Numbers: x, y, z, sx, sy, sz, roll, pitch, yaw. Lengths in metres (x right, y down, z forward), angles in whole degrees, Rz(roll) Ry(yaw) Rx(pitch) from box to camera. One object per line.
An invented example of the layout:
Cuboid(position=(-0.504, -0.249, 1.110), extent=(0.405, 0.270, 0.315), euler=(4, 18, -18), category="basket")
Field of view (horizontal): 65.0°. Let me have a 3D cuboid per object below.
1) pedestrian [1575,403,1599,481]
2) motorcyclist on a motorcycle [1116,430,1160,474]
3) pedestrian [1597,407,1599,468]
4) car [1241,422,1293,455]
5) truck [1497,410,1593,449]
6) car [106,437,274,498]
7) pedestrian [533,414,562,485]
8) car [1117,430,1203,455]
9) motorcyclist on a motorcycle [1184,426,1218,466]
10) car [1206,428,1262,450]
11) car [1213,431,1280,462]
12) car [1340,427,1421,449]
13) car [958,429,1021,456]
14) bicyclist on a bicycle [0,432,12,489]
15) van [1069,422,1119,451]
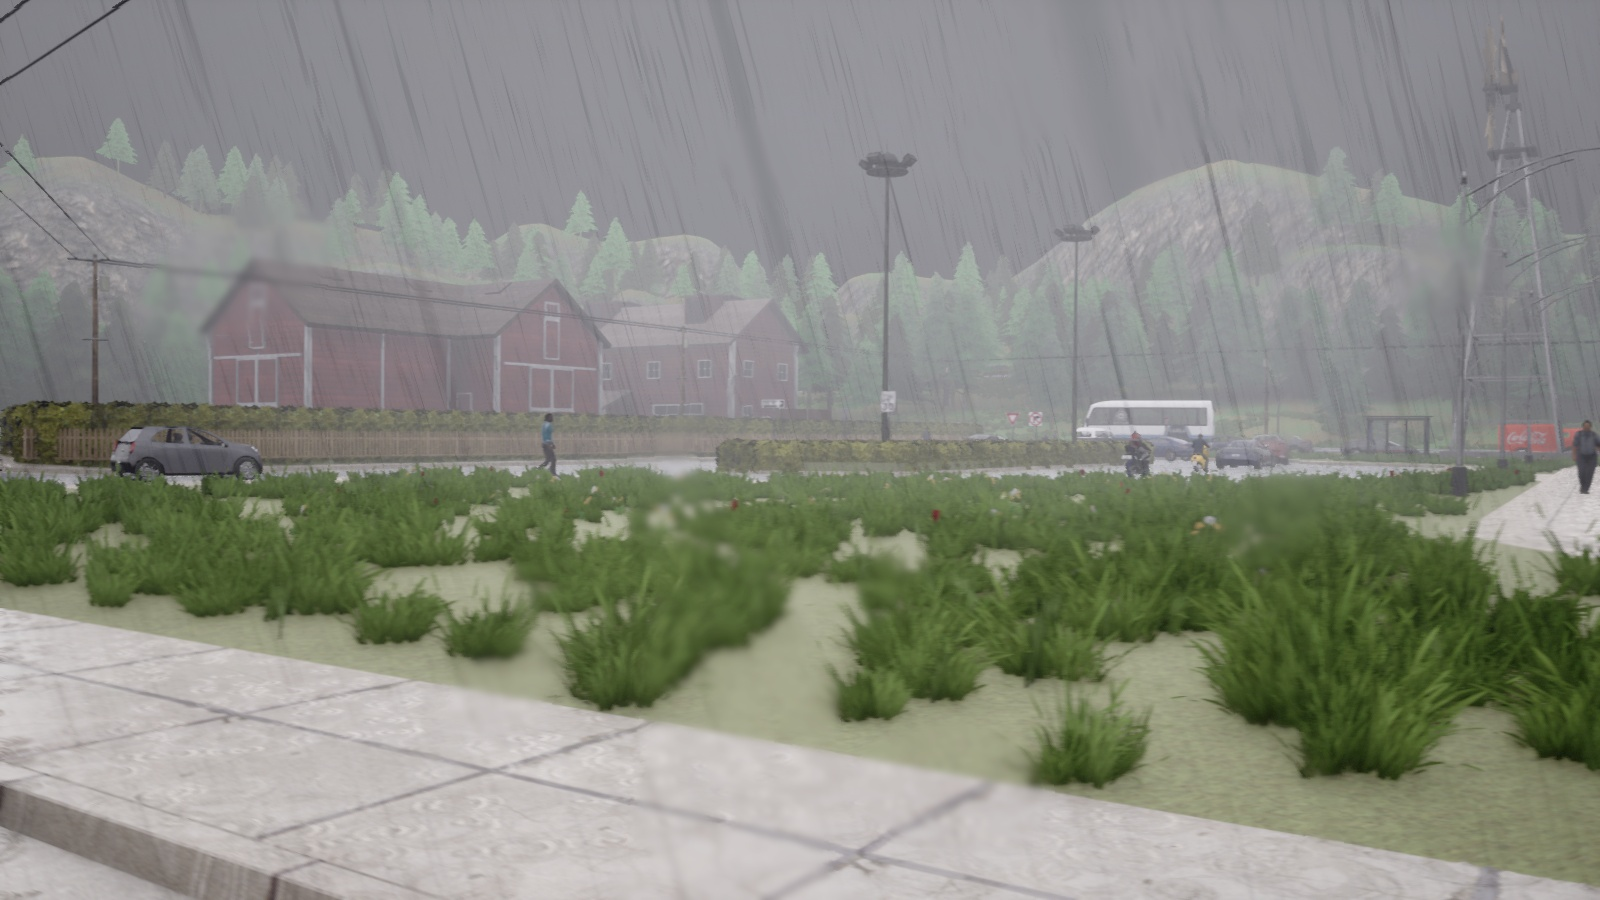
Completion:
Cuboid(position=(18.907, -0.196, 30.117), extent=(0.540, 1.848, 0.694), euler=(0, 1, 31), category="pedestrian")
Cuboid(position=(12.046, 0.047, 44.698), extent=(0.866, 1.530, 2.191), euler=(0, 1, 34), category="motorcyclist on a motorcycle")
Cuboid(position=(26.467, -0.414, 41.069), extent=(0.659, 1.952, 0.873), euler=(0, 1, 30), category="pedestrian")
Cuboid(position=(24.507, -0.613, 66.014), extent=(2.152, 1.651, 5.027), euler=(0, 1, 16), category="car")
Cuboid(position=(47.771, -1.287, 80.544), extent=(5.204, 2.467, 2.627), euler=(0, 1, 34), category="truck")
Cuboid(position=(-16.354, 0.433, 33.744), extent=(1.845, 1.501, 3.633), euler=(0, 1, 44), category="car")
Cuboid(position=(-6.963, -0.023, 34.642), extent=(0.692, 1.930, 0.396), euler=(-1, 1, 0), category="pedestrian")
Cuboid(position=(21.437, -0.459, 74.855), extent=(1.812, 1.442, 4.674), euler=(-1, 1, -41), category="car")
Cuboid(position=(16.477, -0.168, 51.570), extent=(0.866, 1.590, 1.817), euler=(0, 1, 33), category="motorcyclist on a motorcycle")
Cuboid(position=(31.522, -0.821, 91.248), extent=(3.705, 1.549, 1.789), euler=(0, 1, 25), category="car")
Cuboid(position=(20.623, -0.182, 57.895), extent=(1.994, 1.385, 4.181), euler=(0, 1, 33), category="car")
Cuboid(position=(39.714, -0.802, 85.943), extent=(4.792, 1.488, 2.163), euler=(0, 1, 34), category="car")
Cuboid(position=(11.381, -0.452, 75.228), extent=(2.007, 1.525, 4.514), euler=(0, 1, 33), category="car")
Cuboid(position=(-23.282, 0.311, 35.480), extent=(1.509, 1.612, 0.866), euler=(0, -1, -4), category="bicyclist on a bicycle")
Cuboid(position=(21.060, -0.963, 89.882), extent=(2.069, 2.038, 4.480), euler=(0, 1, 33), category="van")
